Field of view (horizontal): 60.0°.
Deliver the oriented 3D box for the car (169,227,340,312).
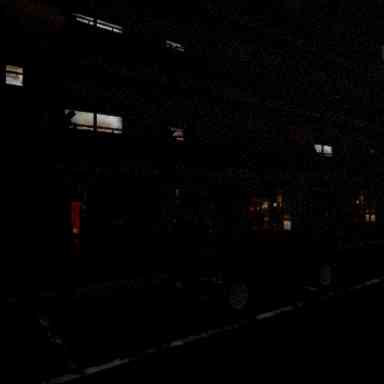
[{"bbox_3d":[1.584,1.544,7.690,4.507,1.381,1.887,0,0,-36],"label":"car"}]
